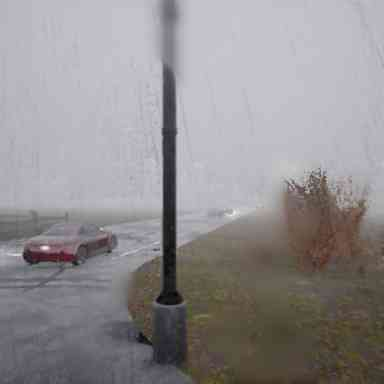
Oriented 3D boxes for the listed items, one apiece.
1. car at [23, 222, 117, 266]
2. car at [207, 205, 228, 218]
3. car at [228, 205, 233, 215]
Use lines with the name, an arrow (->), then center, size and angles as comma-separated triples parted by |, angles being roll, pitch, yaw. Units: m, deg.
car -> -4.429, 1.842, 12.728 | 1.994, 1.385, 4.181 | 0, -2, 9
car -> 3.370, 2.782, 46.793 | 2.128, 1.511, 4.902 | -1, -2, 14
car -> 5.707, 2.942, 56.853 | 2.097, 1.767, 4.553 | 0, -2, 13
